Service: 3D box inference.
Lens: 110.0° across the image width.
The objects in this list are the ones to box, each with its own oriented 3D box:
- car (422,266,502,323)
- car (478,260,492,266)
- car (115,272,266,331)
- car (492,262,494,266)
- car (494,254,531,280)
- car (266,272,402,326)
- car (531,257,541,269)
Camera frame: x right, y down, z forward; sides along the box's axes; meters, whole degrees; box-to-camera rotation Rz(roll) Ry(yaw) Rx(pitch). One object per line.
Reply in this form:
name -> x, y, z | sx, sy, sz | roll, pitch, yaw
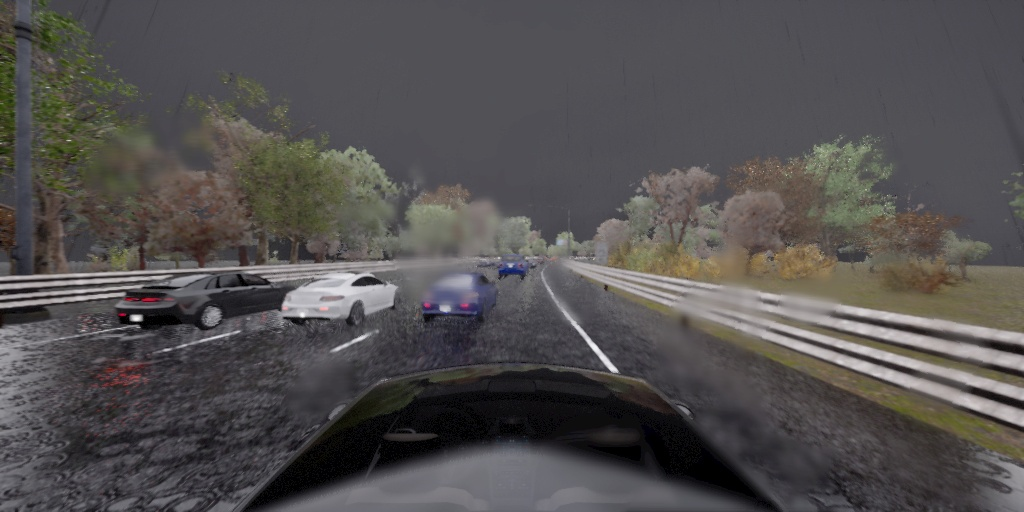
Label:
car -> -1.569, 1.242, 11.919 | 1.812, 1.442, 4.674 | 0, 0, 5
car -> -3.854, 1.191, 55.673 | 1.895, 1.301, 4.718 | 0, 0, 8
car -> -8.680, 1.208, 10.883 | 1.837, 1.490, 4.892 | 0, 0, 5
car -> -1.074, 1.211, 50.082 | 1.895, 1.301, 4.718 | 0, 0, 7
car -> 0.181, 0.886, 30.817 | 2.150, 2.045, 5.566 | 0, 0, 6
car -> -5.124, 1.235, 11.398 | 1.812, 1.442, 4.674 | 0, 0, 5
car -> 2.763, 1.213, 52.387 | 1.895, 1.301, 4.718 | 0, 0, 8
